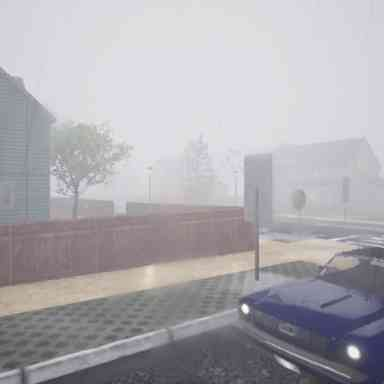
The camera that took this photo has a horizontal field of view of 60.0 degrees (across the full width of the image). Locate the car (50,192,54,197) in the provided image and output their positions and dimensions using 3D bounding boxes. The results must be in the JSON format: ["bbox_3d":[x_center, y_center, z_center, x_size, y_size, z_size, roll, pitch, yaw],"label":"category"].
[{"bbox_3d":[-34.176,0.942,78.208,2.150,2.045,5.566,0,0,-36],"label":"car"}]

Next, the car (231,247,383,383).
[{"bbox_3d":[2.851,1.603,4.980,4.718,1.301,1.895,0,0,-35],"label":"car"}]
